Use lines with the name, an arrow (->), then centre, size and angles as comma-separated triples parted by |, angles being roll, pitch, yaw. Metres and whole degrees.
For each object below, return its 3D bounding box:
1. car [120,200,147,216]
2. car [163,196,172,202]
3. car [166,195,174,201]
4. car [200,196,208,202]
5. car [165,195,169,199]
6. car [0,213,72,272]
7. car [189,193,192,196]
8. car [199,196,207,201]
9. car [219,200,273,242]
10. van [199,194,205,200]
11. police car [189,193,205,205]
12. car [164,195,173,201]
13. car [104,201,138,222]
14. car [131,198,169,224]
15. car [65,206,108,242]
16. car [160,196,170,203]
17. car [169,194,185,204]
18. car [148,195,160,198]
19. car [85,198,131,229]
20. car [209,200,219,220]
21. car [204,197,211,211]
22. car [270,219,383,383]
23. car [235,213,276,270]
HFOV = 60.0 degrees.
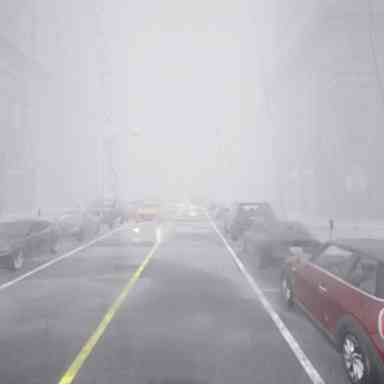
car -> -5.765, 1.585, 33.292 | 2.008, 1.369, 4.403 | 0, 0, 0
car -> -5.773, 1.609, 77.936 | 1.752, 1.417, 4.829 | 0, 0, 0
car -> -5.775, 1.642, 89.309 | 1.887, 1.381, 4.507 | 0, 0, 0
car -> 2.753, 1.609, 78.285 | 1.752, 1.417, 4.829 | 0, 0, 0
car -> -5.770, 1.609, 61.301 | 1.887, 1.381, 4.507 | 0, 0, 0
car -> -5.762, 1.577, 10.885 | 1.947, 1.339, 4.313 | 0, 0, 0
car -> 0.809, 1.298, 70.614 | 2.150, 2.045, 5.566 | 0, 0, -1
car -> 2.752, 1.635, 83.718 | 1.887, 1.381, 4.507 | 0, 0, 0
car -> 2.763, 1.331, 16.491 | 2.192, 1.841, 5.009 | 0, 0, 0
van -> 2.751, 1.445, 94.922 | 1.690, 1.788, 3.998 | 0, 0, 0
police car -> 0.890, 1.488, 60.701 | 1.930, 1.638, 5.238 | 0, 0, 0
car -> -5.773, 1.531, 83.708 | 1.967, 1.590, 4.097 | 0, 0, 0
car -> -5.764, 1.553, 27.521 | 1.752, 1.417, 4.829 | 0, 0, 0
car -> -3.104, 1.503, 25.468 | 1.882, 1.535, 5.008 | 0, 0, 0
car -> -5.763, 1.599, 16.486 | 1.802, 1.307, 4.206 | 0, 0, 0
car -> -5.772, 1.659, 72.504 | 1.802, 1.307, 4.206 | 0, 0, 0
car -> -3.021, 1.613, 65.755 | 2.033, 1.411, 5.357 | 0, 0, 0
car -> -5.767, 1.486, 44.495 | 1.967, 1.590, 4.097 | 0, 0, 0
car -> -5.763, 1.337, 22.088 | 2.192, 1.841, 5.009 | 0, 0, 0
car -> 2.761, 1.579, 27.696 | 2.008, 1.369, 4.403 | 0, 0, 0
car -> 2.759, 1.584, 38.900 | 1.887, 1.381, 4.507 | 0, 0, 0
car -> 2.765, 1.445, 5.287 | 1.967, 1.590, 4.097 | 0, 0, 0
car -> 2.763, 1.577, 10.889 | 1.947, 1.339, 4.313 | 0, 0, 0
